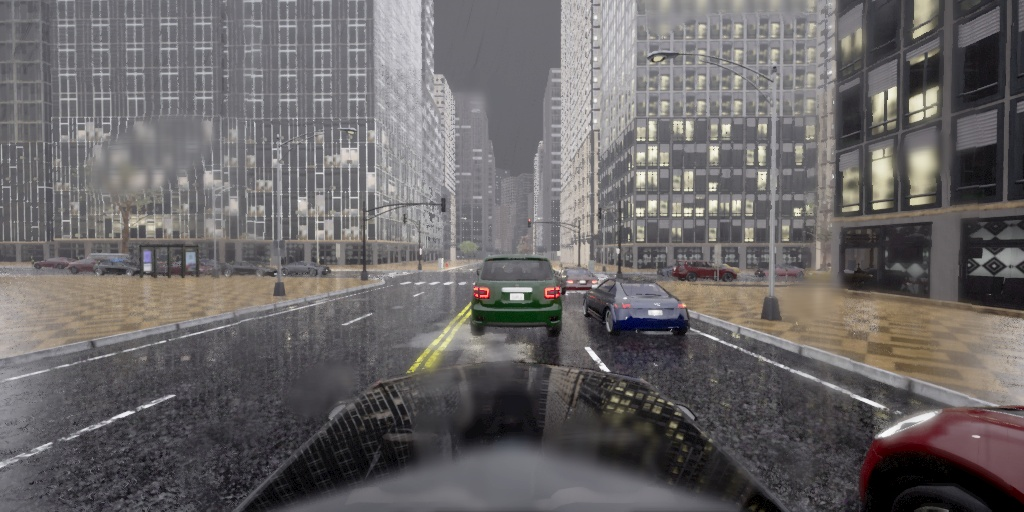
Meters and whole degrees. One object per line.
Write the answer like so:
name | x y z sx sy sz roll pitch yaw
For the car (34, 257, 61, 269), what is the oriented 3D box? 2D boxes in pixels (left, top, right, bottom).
car | -50.899 0.793 40.258 4.207 1.307 1.802 0 0 1

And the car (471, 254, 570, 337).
car | 0.115 0.967 10.394 2.150 2.045 5.566 0 0 0

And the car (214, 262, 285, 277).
car | -22.677 1.174 31.124 4.313 1.339 1.948 0 0 1

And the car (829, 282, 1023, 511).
car | 3.344 1.103 0.444 2.097 1.767 4.553 0 0 0

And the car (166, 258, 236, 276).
car | -29.375 0.995 33.978 4.902 1.511 2.128 1 1 1

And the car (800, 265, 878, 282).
car | 27.695 1.578 30.306 4.829 1.417 1.751 0 0 1

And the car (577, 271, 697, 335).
car | 3.372 1.310 10.487 1.994 1.385 4.181 0 0 -1

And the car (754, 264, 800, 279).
car | 26.933 1.518 36.103 4.181 1.385 1.994 0 1 1

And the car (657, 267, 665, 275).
car | 16.940 1.430 36.287 4.181 1.385 1.994 1 1 1

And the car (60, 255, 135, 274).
car | -39.446 0.937 34.208 4.674 1.442 1.812 1 1 2

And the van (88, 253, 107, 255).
van | -45.217 0.605 40.132 3.998 1.789 1.690 0 0 1

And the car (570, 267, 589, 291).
car | 3.385 1.288 19.730 2.033 1.411 5.357 0 0 0

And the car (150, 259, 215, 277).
car | -28.361 1.138 31.267 4.207 1.307 1.802 0 0 1

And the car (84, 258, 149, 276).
car | -34.041 1.069 31.451 4.313 1.339 1.948 0 0 1

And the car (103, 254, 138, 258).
car | -39.190 0.865 37.395 4.892 1.490 1.837 0 1 1

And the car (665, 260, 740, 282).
car | 16.247 1.269 30.524 5.009 1.841 2.192 0 0 1

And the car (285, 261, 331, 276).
car | -19.405 1.157 33.758 4.181 1.385 1.994 1 1 1
